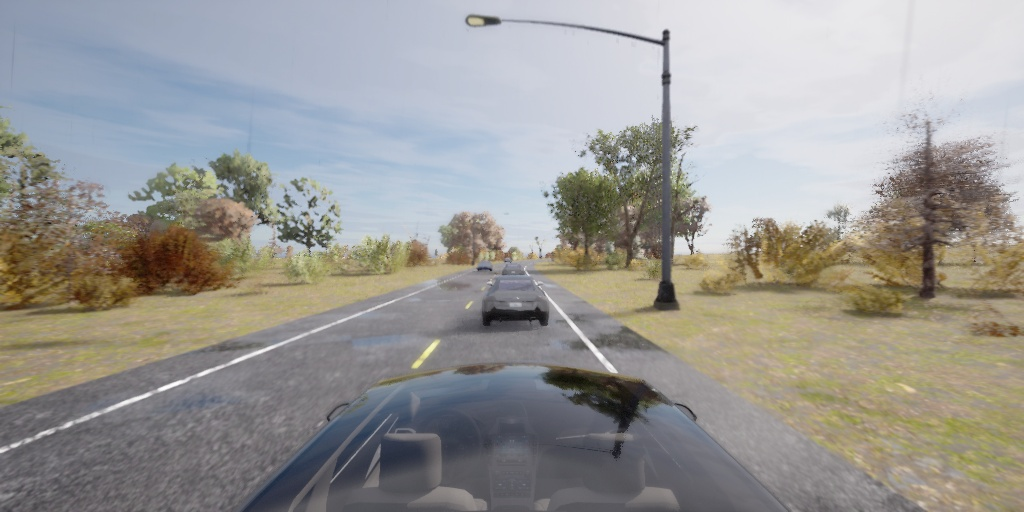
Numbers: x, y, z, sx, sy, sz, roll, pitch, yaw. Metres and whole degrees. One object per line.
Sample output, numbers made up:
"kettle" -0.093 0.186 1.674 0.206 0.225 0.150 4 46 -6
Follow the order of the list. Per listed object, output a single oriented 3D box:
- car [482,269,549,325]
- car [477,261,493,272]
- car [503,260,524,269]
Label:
"car" 0.104 1.314 11.858 1.994 1.385 4.181 0 0 0
"car" -3.482 1.299 46.849 2.033 1.411 5.357 0 0 1
"car" 0.110 1.315 31.930 1.994 1.385 4.181 0 0 0
